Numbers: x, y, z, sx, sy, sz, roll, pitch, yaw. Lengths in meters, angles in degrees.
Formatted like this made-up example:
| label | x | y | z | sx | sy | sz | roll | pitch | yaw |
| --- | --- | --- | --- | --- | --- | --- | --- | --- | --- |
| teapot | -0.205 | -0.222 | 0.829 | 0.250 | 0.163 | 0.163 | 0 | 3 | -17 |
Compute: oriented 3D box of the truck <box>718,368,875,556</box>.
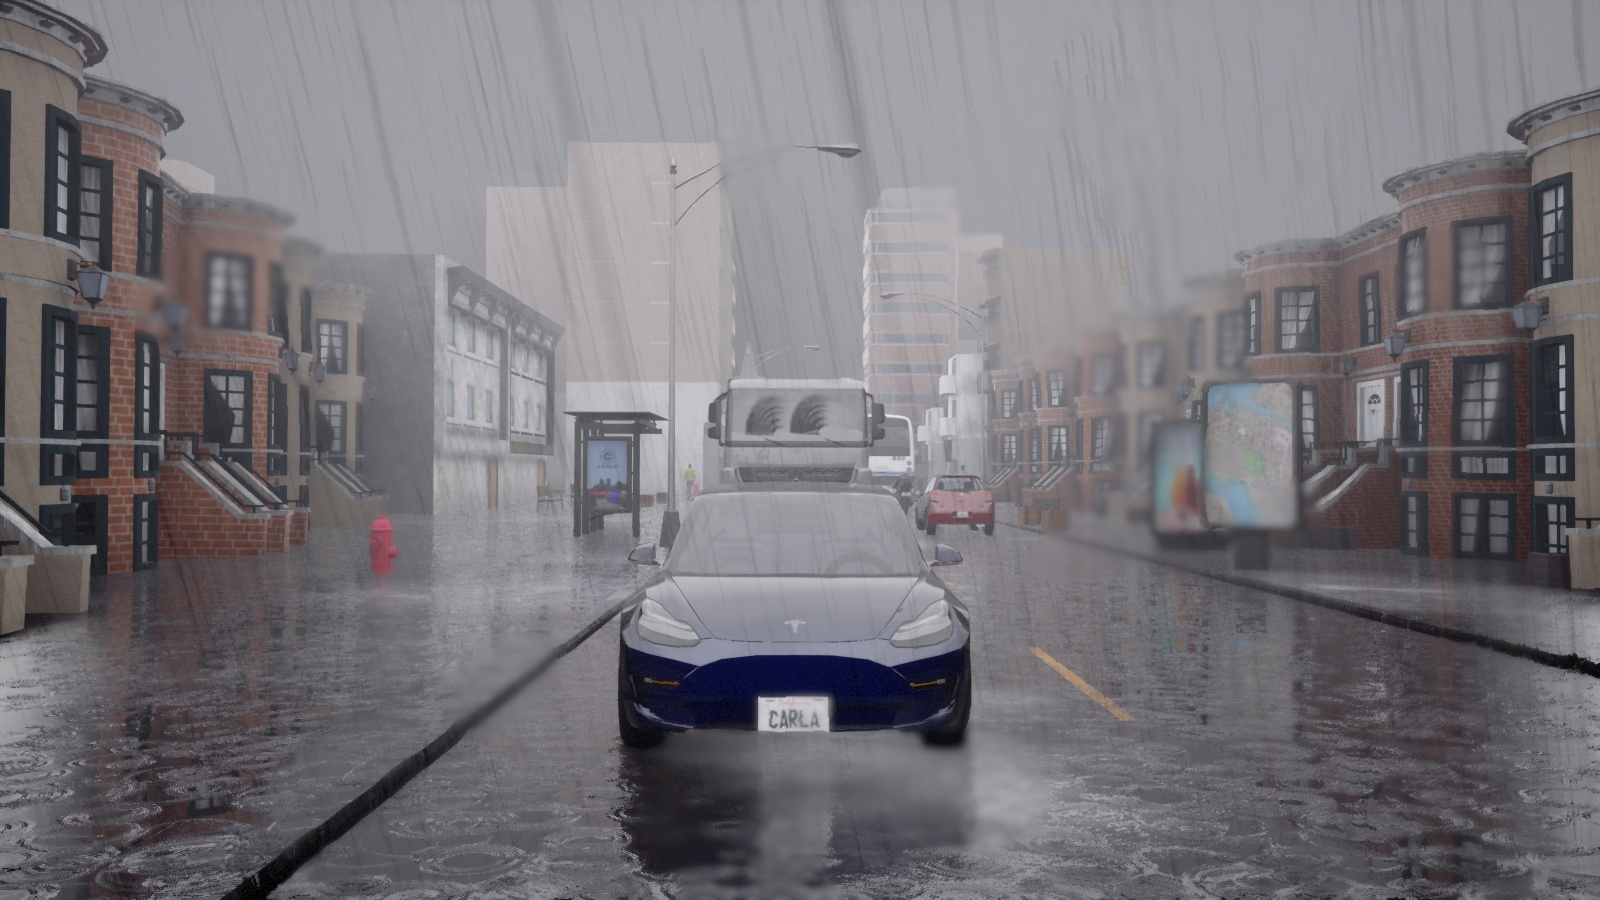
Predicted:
| label | x | y | z | sx | sy | sz | roll | pitch | yaw |
| --- | --- | --- | --- | --- | --- | --- | --- | --- | --- |
| truck | -0.077 | 0.288 | 27.144 | 2.891 | 3.462 | 7.936 | 0 | -1 | 0 |

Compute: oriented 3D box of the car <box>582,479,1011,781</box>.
| label | x | y | z | sx | sy | sz | roll | pitch | yaw |
| --- | --- | --- | --- | --- | --- | --- | --- | --- | --- |
| car | -0.024 | 0.961 | 8.751 | 2.163 | 1.488 | 4.792 | 0 | -1 | 0 |

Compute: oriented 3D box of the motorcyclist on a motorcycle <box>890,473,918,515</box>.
| label | x | y | z | sx | sy | sz | roll | pitch | yaw |
| --- | --- | --- | --- | --- | --- | --- | --- | --- | --- |
| motorcyclist on a motorcycle | 3.875 | 1.619 | 46.850 | 0.866 | 1.530 | 2.191 | 0 | -1 | 0 |

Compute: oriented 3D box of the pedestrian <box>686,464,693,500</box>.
| label | x | y | z | sx | sy | sz | roll | pitch | yaw |
| --- | --- | --- | --- | --- | --- | --- | --- | --- | --- |
| pedestrian | -5.712 | 1.635 | 64.974 | 0.354 | 1.836 | 0.706 | 0 | -1 | -5 |

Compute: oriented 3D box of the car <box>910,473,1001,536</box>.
| label | x | y | z | sx | sy | sz | roll | pitch | yaw |
| --- | --- | --- | --- | --- | --- | --- | --- | --- | --- |
| car | 3.914 | 1.351 | 32.137 | 1.845 | 1.501 | 3.633 | 0 | -1 | 0 |

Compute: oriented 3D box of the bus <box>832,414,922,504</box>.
| label | x | y | z | sx | sy | sz | roll | pitch | yaw |
| --- | --- | --- | --- | --- | --- | --- | --- | --- | --- |
| bus | 3.802 | 0.507 | 64.729 | 3.944 | 4.253 | 10.273 | 0 | -1 | 0 |
